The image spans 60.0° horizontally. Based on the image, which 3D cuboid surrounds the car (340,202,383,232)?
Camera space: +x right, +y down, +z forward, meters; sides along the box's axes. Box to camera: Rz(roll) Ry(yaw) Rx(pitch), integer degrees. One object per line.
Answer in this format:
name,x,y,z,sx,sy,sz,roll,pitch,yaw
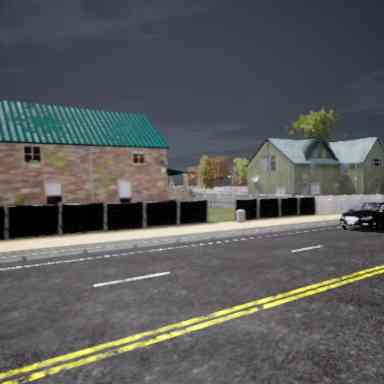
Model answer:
car,10.450,1.333,19.114,4.902,1.511,2.128,-1,0,-35
